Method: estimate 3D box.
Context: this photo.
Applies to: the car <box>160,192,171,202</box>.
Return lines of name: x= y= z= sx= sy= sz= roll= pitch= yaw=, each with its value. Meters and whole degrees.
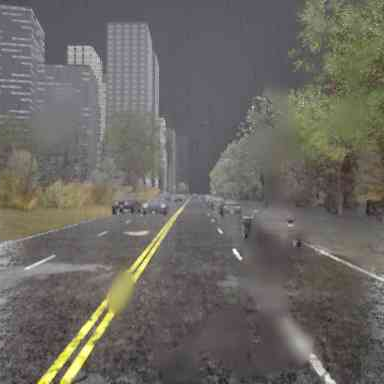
car: x=-5.984 y=1.122 z=75.844 sx=2.150 sy=2.045 sz=5.566 roll=0 pitch=0 yaw=1

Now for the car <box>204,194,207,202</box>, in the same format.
car: x=3.538 y=1.513 z=55.269 sx=2.128 sy=1.511 sz=4.902 roll=-1 pitch=0 yaw=1

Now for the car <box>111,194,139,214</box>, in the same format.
car: x=-6.552 y=1.163 z=33.738 sx=2.150 sy=2.045 sz=5.566 roll=-2 pitch=-4 yaw=1

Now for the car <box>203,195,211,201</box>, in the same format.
car: x=3.922 y=1.481 z=88.289 sx=1.837 sy=1.490 sz=4.892 roll=1 pitch=0 yaw=1

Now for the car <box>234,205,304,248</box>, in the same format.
car: x=3.379 y=1.479 z=14.584 sx=2.128 sy=1.511 sz=4.902 roll=0 pitch=-1 yaw=0

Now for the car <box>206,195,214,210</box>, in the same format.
car: x=3.415 y=1.502 z=44.265 sx=2.128 sy=1.511 sz=4.902 roll=-1 pitch=0 yaw=1

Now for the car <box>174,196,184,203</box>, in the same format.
car: x=-2.786 y=1.587 z=70.948 sx=1.895 sy=1.301 sz=4.718 roll=0 pitch=0 yaw=1

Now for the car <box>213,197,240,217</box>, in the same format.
car: x=3.434 y=1.463 z=30.543 sx=2.128 sy=1.511 sz=4.902 roll=1 pitch=0 yaw=0

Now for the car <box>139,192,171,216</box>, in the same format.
car: x=-3.258 y=1.173 z=30.720 sx=2.097 sy=1.767 sz=4.553 roll=1 pitch=0 yaw=0
